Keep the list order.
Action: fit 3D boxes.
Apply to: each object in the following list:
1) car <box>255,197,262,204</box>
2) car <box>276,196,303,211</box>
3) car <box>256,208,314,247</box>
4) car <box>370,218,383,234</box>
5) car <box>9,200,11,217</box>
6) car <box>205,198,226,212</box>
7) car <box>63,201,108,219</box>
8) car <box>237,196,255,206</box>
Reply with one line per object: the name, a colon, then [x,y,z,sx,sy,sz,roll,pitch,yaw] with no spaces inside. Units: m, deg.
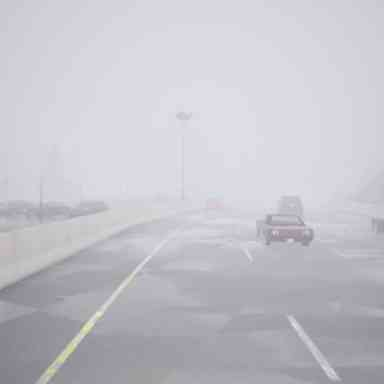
car: [14.063,1.777,73.218,1.812,1.442,4.674,1,0,22]
car: [9.731,1.391,33.253,2.150,2.045,5.566,0,0,11]
car: [4.143,1.675,15.641,1.895,1.301,4.718,1,0,4]
car: [11.315,1.757,17.524,1.895,1.301,4.718,1,0,5]
car: [-15.576,1.432,29.438,2.033,1.411,5.357,1,0,8]
car: [2.906,1.459,40.682,2.097,1.767,4.553,1,0,12]
car: [-8.647,1.462,28.349,1.837,1.490,4.892,1,0,8]
car: [9.581,1.572,60.800,2.097,1.767,4.553,1,0,19]
